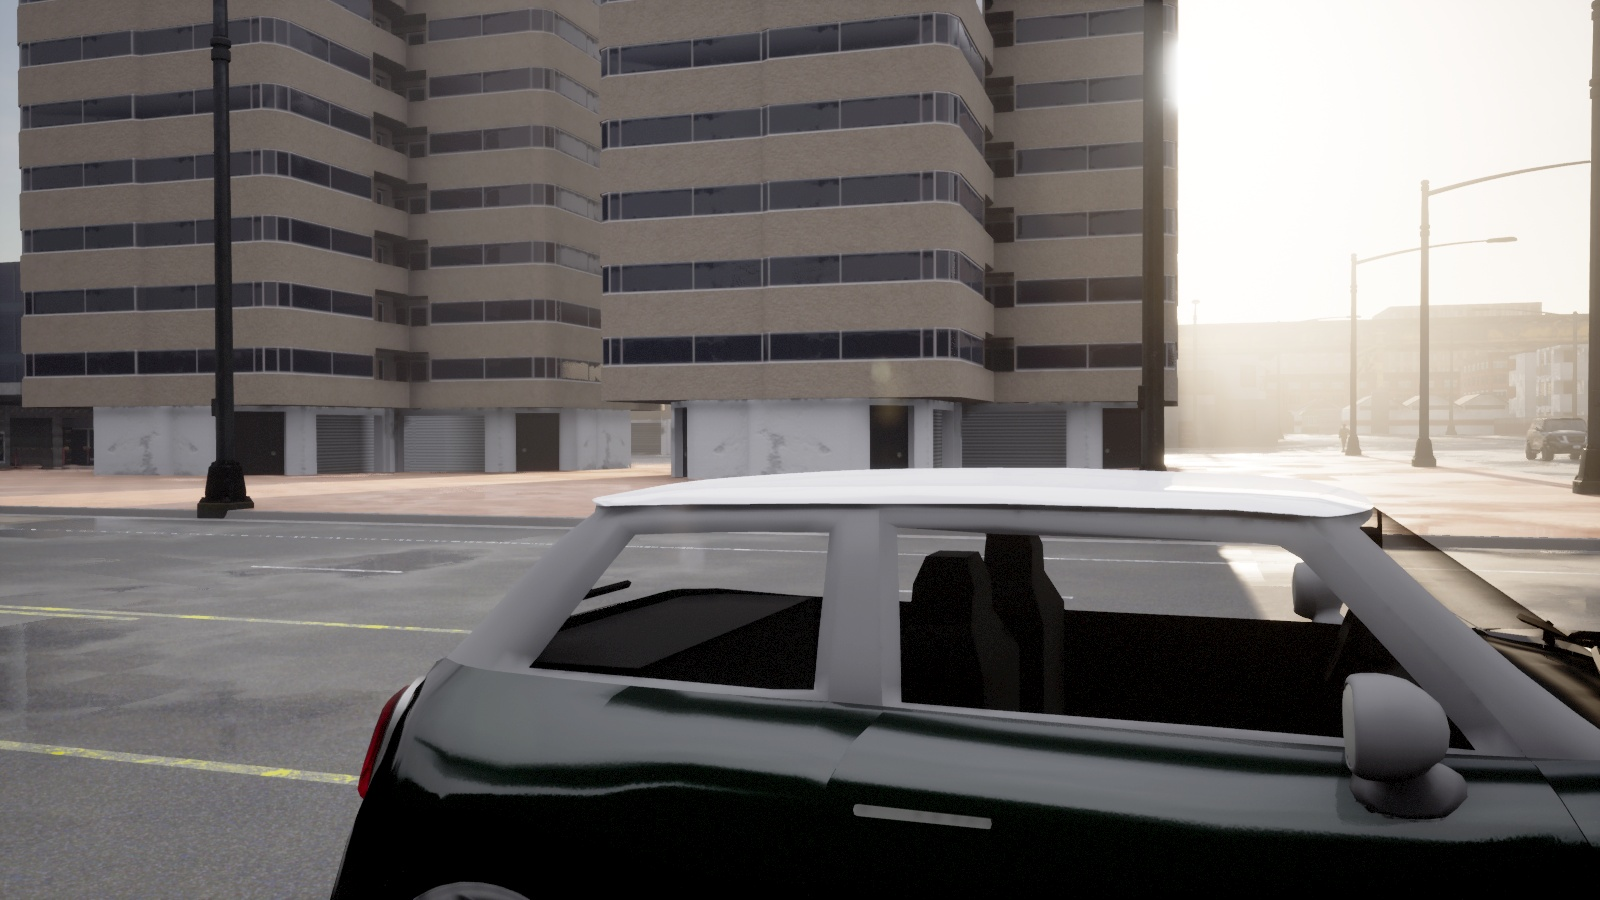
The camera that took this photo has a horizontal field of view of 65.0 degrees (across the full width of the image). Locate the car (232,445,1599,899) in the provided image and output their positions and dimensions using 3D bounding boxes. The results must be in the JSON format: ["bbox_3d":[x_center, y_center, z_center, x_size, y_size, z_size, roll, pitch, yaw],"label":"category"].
[{"bbox_3d":[0.941,0.749,2.925,3.806,1.475,1.970,1,1,19],"label":"car"}]

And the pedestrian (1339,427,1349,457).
[{"bbox_3d":[33.003,-0.484,76.149,0.431,1.840,0.709,0,1,13],"label":"pedestrian"}]

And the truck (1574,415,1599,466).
[{"bbox_3d":[40.176,-0.486,61.583,2.627,2.467,5.204,1,2,18],"label":"truck"}]

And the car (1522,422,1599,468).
[{"bbox_3d":[35.476,-0.257,58.462,2.150,2.045,5.566,1,1,19],"label":"car"}]
